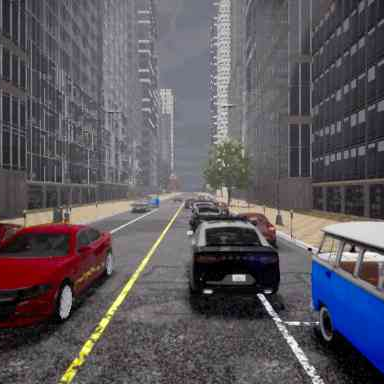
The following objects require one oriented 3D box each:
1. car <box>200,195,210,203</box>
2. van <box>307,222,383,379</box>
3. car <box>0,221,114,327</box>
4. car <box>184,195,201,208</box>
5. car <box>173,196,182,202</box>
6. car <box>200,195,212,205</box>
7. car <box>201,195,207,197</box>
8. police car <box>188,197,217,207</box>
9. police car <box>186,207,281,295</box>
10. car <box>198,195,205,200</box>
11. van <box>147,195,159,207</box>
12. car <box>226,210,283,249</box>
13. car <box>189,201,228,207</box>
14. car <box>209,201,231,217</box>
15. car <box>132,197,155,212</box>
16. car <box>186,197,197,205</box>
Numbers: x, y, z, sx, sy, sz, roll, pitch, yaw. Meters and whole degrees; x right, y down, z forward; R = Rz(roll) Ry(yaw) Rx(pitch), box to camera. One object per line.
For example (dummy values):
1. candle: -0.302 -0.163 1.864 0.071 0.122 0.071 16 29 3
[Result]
1. car: 2.574 1.403 66.381 1.967 1.590 4.097 0 0 0
2. van: 2.685 1.341 3.765 1.690 1.788 3.998 0 0 0
3. car: -3.111 1.477 7.380 1.882 1.535 5.008 0 0 0
4. car: -0.069 1.517 46.397 1.812 1.442 4.674 0 0 0
5. car: -3.127 1.501 71.961 2.033 1.411 5.357 0 0 0
6. car: 2.585 1.412 60.689 1.967 1.590 4.097 0 0 0
7. car: 2.605 1.539 49.304 2.008 1.369 4.403 0 0 0
8. police car: 0.858 1.425 24.890 1.930 1.638 5.238 0 0 0
9. police car: 0.886 1.425 8.890 1.930 1.638 5.238 0 0 0
10. car: 2.534 1.465 89.151 1.887 1.381 4.507 0 0 0
11. van: -5.776 1.330 49.292 1.690 1.788 3.998 0 0 0
12. car: 2.665 1.582 15.148 1.802 1.307 4.206 0 0 0
13. car: 0.868 1.505 18.780 1.837 1.490 4.892 0 0 0
14. car: 2.635 1.582 32.226 1.802 1.307 4.206 0 0 0
15. car: -5.756 1.549 37.907 2.008 1.369 4.403 0 0 0
16. car: -0.106 1.573 60.386 1.895 1.301 4.718 0 0 0
